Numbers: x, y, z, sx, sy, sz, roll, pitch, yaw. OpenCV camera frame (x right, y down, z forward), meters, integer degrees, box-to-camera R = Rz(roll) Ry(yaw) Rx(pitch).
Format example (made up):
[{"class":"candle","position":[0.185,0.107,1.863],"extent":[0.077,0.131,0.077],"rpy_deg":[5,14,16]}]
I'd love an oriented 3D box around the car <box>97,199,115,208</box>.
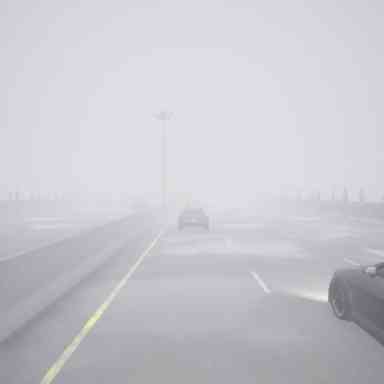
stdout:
[{"class":"car","position":[-14.065,1.881,54.855],"extent":[2.033,1.411,5.357],"rpy_deg":[0,0,1]}]

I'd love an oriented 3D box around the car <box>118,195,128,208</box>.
[{"class":"car","position":[-10.568,1.554,55.030],"extent":[2.150,2.045,5.566],"rpy_deg":[0,0,1]}]

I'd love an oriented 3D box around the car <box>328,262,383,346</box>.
[{"class":"car","position":[3.598,1.591,4.716],"extent":[1.994,1.385,4.181],"rpy_deg":[0,0,0]}]

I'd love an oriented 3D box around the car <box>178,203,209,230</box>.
[{"class":"car","position":[0.091,1.688,22.325],"extent":[1.994,1.385,4.181],"rpy_deg":[0,0,0]}]

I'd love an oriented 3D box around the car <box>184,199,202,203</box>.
[{"class":"car","position":[0.085,1.579,39.913],"extent":[2.097,1.767,4.553],"rpy_deg":[0,0,0]}]

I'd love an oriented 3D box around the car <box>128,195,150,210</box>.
[{"class":"car","position":[-7.093,1.623,46.265],"extent":[2.097,1.767,4.553],"rpy_deg":[0,0,0]}]
